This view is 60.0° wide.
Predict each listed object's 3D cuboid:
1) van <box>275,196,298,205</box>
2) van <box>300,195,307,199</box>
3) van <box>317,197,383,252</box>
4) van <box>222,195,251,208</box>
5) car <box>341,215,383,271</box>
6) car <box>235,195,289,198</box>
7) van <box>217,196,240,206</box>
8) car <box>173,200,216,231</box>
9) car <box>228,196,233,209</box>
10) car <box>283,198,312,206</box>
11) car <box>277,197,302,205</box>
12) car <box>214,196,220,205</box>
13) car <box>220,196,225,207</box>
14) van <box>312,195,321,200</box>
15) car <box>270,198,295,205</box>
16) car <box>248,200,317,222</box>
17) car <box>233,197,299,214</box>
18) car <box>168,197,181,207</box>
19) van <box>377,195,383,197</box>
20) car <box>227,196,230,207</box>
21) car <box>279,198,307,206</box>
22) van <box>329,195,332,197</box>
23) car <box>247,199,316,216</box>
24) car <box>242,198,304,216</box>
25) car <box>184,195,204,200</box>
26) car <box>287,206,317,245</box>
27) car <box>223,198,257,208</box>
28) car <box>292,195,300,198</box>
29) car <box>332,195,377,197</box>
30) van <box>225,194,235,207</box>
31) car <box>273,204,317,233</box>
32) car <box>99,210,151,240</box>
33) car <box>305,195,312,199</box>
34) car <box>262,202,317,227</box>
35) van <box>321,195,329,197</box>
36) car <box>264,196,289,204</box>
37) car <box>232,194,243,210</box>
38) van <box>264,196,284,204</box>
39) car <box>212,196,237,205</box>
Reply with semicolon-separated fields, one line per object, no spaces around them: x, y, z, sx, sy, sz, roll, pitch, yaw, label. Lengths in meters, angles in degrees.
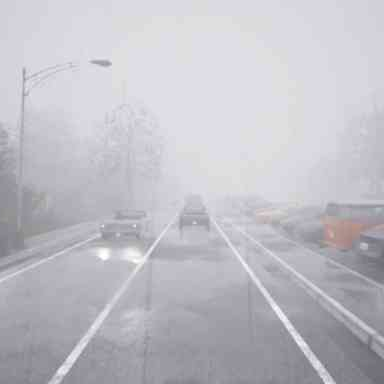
20.560;1.837;72.604;4.442;1.987;1.878;0;-1;0;van
20.213;1.466;53.218;4.442;1.987;1.878;0;-1;0;van
7.125;1.272;11.830;4.442;1.987;1.878;0;0;0;van
7.134;1.474;53.456;4.442;1.987;1.878;0;-1;0;van
7.022;1.519;9.053;4.792;1.488;2.163;0;0;0;car
7.107;1.440;34.040;4.553;1.767;2.185;0;0;0;car
7.449;1.739;67.333;4.442;1.987;1.878;0;-1;0;van
0.147;1.520;20.999;2.128;1.511;4.902;0;0;0;car
7.165;1.583;39.591;5.008;1.535;2.097;0;0;0;car
20.389;1.904;64.291;5.008;1.535;2.097;0;-1;0;car
20.395;1.885;69.834;4.553;1.767;2.185;0;-1;0;car
7.321;1.912;64.554;5.008;1.535;2.097;0;-1;0;car
7.247;1.357;47.920;5.566;2.045;2.435;0;0;0;car
20.182;1.379;47.827;4.442;1.987;1.878;0;-1;0;van
20.453;2.117;75.371;4.892;1.521;2.231;0;-1;0;car
6.888;1.529;22.936;5.366;1.575;1.946;0;0;0;car
6.936;1.555;31.264;5.366;1.575;1.946;0;0;0;car
-3.072;1.700;59.826;2.097;1.767;4.553;0;-1;1;car
20.318;1.328;31.198;4.442;1.987;1.878;0;0;0;van
7.189;1.632;42.367;4.674;1.452;2.002;0;0;0;car
20.406;1.960;67.186;5.008;1.535;2.097;0;-1;0;car
20.383;1.361;42.278;4.442;1.987;1.878;0;0;0;van
7.096;1.542;25.710;4.892;1.521;2.231;0;0;0;car
7.099;1.550;28.487;4.892;1.521;2.231;0;0;0;car
0.222;1.333;39.647;2.150;2.045;5.566;0;0;0;car
6.995;1.536;14.606;4.792;1.488;2.163;0;0;0;car
7.264;1.676;50.669;4.792;1.488;2.163;0;-1;0;car
20.161;1.742;55.982;5.366;1.575;1.946;0;-1;0;car
20.221;1.328;39.508;5.566;2.045;2.435;0;0;0;car
7.086;1.374;45.145;4.442;1.987;1.878;0;0;0;van
7.011;1.545;17.382;4.792;1.488;2.163;0;0;0;car
-3.316;1.622;17.249;1.895;1.301;4.718;0;0;0;car
20.319;1.639;50.444;5.008;1.535;2.097;0;-1;0;car
7.028;1.553;20.158;4.792;1.488;2.163;0;0;0;car
20.398;1.370;44.923;4.442;1.987;1.878;0;0;0;van
20.519;1.979;80.910;5.566;2.045;2.435;0;-1;0;car
7.123;1.449;36.816;4.553;1.767;2.185;0;0;0;car
20.626;2.077;83.800;4.442;1.987;1.878;0;-1;0;van
7.352;1.873;75.661;5.566;2.045;2.435;0;-1;0;car
